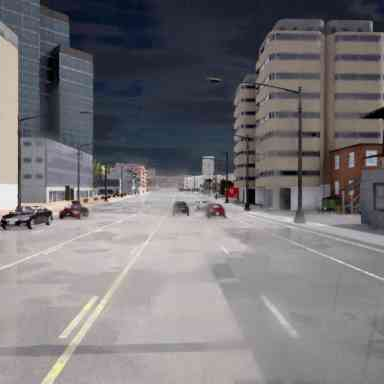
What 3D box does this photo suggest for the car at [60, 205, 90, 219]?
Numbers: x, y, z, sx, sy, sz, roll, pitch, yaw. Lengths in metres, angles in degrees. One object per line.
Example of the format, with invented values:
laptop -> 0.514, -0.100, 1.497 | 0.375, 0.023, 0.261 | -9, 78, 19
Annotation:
car -> -11.724, 1.948, 33.366 | 1.994, 1.385, 4.181 | 0, -1, -2

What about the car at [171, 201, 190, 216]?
car -> -1.266, 1.942, 38.015 | 1.837, 1.490, 4.892 | 0, 0, -2

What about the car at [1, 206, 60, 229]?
car -> -11.391, 1.726, 23.311 | 2.128, 1.511, 4.902 | 0, -1, -2

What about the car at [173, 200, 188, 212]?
car -> -1.679, 1.991, 48.064 | 2.033, 1.411, 5.357 | 0, 0, -2

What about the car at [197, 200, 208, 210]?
car -> 1.812, 1.957, 50.511 | 1.812, 1.442, 4.674 | 0, 1, -2

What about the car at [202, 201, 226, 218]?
car -> 2.397, 1.936, 34.660 | 1.812, 1.442, 4.674 | 0, -1, -2
